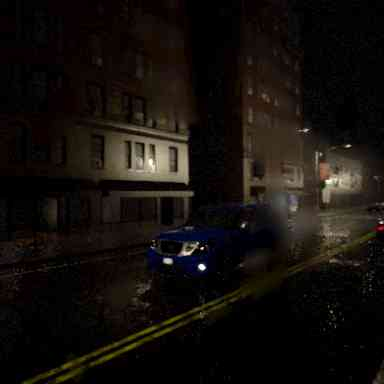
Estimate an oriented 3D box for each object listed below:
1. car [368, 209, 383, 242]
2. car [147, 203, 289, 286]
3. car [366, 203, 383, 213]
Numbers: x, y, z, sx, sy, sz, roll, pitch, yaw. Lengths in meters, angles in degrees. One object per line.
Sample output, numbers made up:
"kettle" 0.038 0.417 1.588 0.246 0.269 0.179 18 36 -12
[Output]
"car" 10.739 1.725 16.822 2.033 1.411 5.357 -2 -1 39
"car" 1.130 1.402 10.525 2.150 2.045 5.566 -2 -1 39
"car" 24.733 2.118 44.386 1.895 1.301 4.718 -2 -1 39
